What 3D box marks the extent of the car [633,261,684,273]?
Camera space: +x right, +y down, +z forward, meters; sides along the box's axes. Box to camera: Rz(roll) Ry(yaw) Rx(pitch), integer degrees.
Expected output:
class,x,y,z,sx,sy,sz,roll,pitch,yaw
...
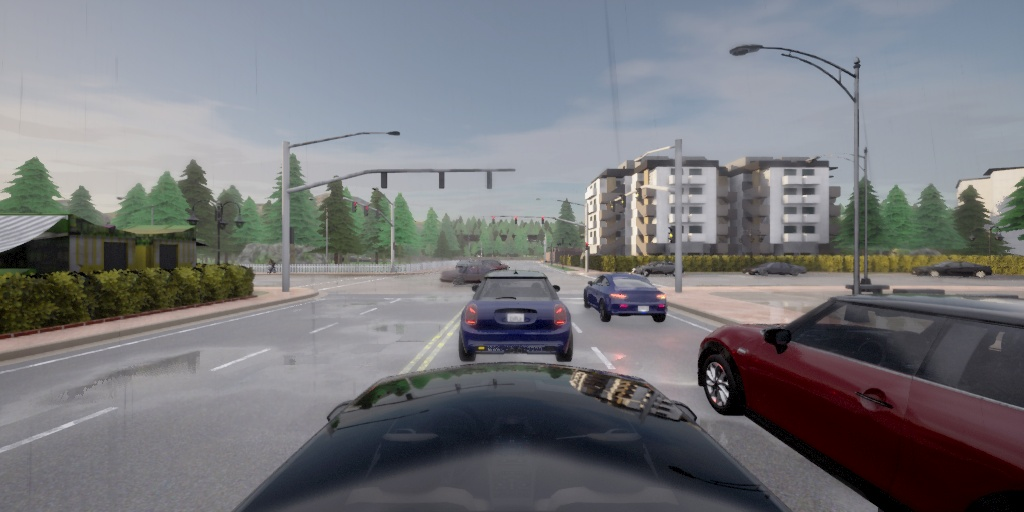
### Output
class,x,y,z,sx,sy,sz,roll,pitch,yaw
car,14.246,1.241,34.997,4.902,1.511,2.128,0,0,-2

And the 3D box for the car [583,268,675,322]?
class,x,y,z,sx,sy,sz,roll,pitch,yaw
car,3.645,1.276,12.113,1.812,1.442,4.674,0,0,1

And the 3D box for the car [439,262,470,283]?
class,x,y,z,sx,sy,sz,roll,pitch,yaw
car,-2.070,1.297,23.932,5.357,1.411,2.033,0,0,0

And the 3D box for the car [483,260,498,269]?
class,x,y,z,sx,sy,sz,roll,pitch,yaw
car,-3.287,1.297,56.197,2.033,1.411,5.357,0,0,0

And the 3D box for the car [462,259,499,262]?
class,x,y,z,sx,sy,sz,roll,pitch,yaw
car,-2.152,1.101,34.163,2.097,1.767,4.553,0,0,38

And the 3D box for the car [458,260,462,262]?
class,x,y,z,sx,sy,sz,roll,pitch,yaw
car,-6.802,1.228,50.920,1.882,1.535,5.008,0,0,0

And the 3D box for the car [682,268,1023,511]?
class,x,y,z,sx,sy,sz,roll,pitch,yaw
car,3.605,1.102,3.124,2.097,1.767,4.553,0,0,0

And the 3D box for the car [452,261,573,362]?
class,x,y,z,sx,sy,sz,roll,pitch,yaw
car,0.092,1.102,8.403,2.097,1.767,4.553,0,0,1

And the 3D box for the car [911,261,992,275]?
class,x,y,z,sx,sy,sz,roll,pitch,yaw
car,40.163,1.228,32.899,5.008,1.535,1.882,-1,0,18

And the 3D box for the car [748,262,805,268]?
class,x,y,z,sx,sy,sz,roll,pitch,yaw
car,25.798,1.297,35.263,5.357,1.411,2.033,0,0,1

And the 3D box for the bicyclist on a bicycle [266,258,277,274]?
class,x,y,z,sx,sy,sz,roll,pitch,yaw
bicyclist on a bicycle,-25.594,1.052,38.175,0.582,1.620,1.656,0,0,-1
